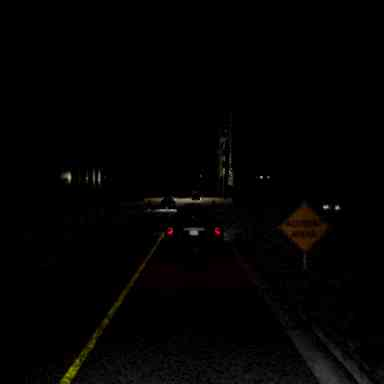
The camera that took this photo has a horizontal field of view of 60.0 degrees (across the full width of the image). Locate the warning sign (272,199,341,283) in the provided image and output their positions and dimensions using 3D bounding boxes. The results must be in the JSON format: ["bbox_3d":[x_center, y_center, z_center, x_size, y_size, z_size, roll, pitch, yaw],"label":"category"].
[{"bbox_3d":[2.712,1.123,8.037,1.300,1.860,1.060,0,0,0],"label":"warning sign"}]

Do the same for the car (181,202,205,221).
[{"bbox_3d":[0.075,1.588,28.134,1.895,1.301,4.718,0,0,0],"label":"car"}]

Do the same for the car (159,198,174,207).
[{"bbox_3d":[-3.101,1.487,43.332,2.033,1.411,5.357,0,0,0],"label":"car"}]

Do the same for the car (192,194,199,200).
[{"bbox_3d":[0.888,1.345,93.032,1.812,1.442,4.674,0,0,0],"label":"car"}]

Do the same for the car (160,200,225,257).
[{"bbox_3d":[0.077,1.360,13.093,2.097,1.767,4.553,0,0,0],"label":"car"}]

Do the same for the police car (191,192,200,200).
[{"bbox_3d":[0.889,1.261,83.141,1.930,1.638,5.238,0,0,0],"label":"police car"}]
